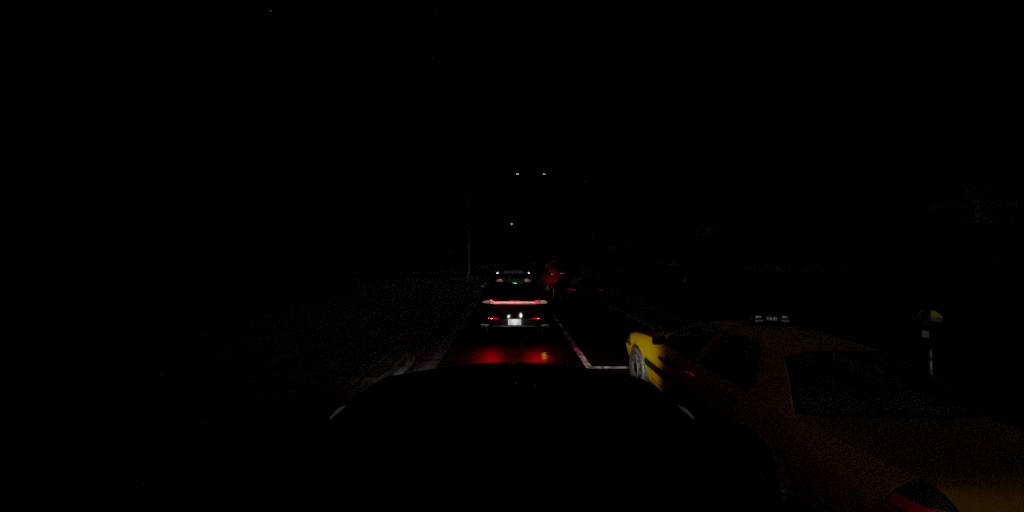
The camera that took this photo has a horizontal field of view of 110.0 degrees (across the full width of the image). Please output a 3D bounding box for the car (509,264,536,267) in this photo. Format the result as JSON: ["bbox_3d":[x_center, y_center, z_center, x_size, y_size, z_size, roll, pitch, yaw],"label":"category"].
[{"bbox_3d":[0.070,1.325,19.707,1.994,1.385,4.181,0,0,0],"label":"car"}]

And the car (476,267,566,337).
[{"bbox_3d":[0.083,1.245,10.316,2.128,1.511,4.902,0,0,1],"label":"car"}]

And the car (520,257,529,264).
[{"bbox_3d":[2.770,1.403,62.881,1.888,1.381,4.507,0,0,0],"label":"car"}]

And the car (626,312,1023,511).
[{"bbox_3d":[2.643,1.276,3.963,1.751,1.417,4.829,0,0,0],"label":"car"}]

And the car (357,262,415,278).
[{"bbox_3d":[-11.124,1.236,31.746,4.902,1.511,2.128,0,-1,0],"label":"car"}]

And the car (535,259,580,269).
[{"bbox_3d":[2.678,1.076,20.140,2.192,1.841,5.009,0,0,0],"label":"car"}]

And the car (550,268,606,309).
[{"bbox_3d":[2.666,1.338,14.692,1.802,1.307,4.207,0,0,0],"label":"car"}]

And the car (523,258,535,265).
[{"bbox_3d":[2.735,1.356,46.570,1.888,1.381,4.507,0,0,0],"label":"car"}]
